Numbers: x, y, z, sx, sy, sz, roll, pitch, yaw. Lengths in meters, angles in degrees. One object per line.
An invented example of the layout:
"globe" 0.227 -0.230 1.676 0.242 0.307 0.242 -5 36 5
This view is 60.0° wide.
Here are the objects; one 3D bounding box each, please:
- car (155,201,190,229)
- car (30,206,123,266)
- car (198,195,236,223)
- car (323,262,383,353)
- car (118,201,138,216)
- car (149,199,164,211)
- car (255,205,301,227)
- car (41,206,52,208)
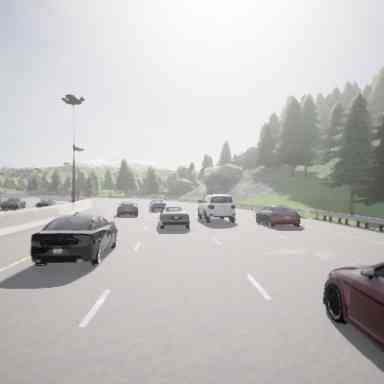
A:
"car" -1.211 1.551 21.877 2.033 1.411 5.357 0 0 -6
"car" -3.870 1.486 11.700 1.882 1.535 5.008 0 0 -3
"car" 1.818 1.219 25.877 2.150 2.045 5.566 0 0 -7
"car" 3.446 1.557 4.497 1.994 1.385 4.181 0 0 -1
"car" -6.239 1.578 32.455 1.994 1.385 4.181 0 0 -9
"car" -4.197 1.558 40.826 2.033 1.411 5.357 0 0 -12
"car" 5.710 1.553 22.559 1.994 1.385 4.181 0 0 -6
"car" -19.687 1.643 45.099 1.895 1.301 4.718 0 0 -13
